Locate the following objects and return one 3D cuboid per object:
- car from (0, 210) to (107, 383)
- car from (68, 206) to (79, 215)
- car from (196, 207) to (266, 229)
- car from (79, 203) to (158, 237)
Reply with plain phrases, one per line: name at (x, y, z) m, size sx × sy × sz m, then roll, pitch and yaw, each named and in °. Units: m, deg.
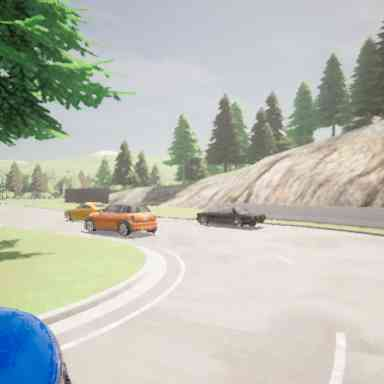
car at (-3.236, 1.233, 1.070) m, size 5.566 × 2.045 × 2.150 m, roll 0°, pitch 1°, yaw -27°
car at (-8.121, 1.597, 26.535) m, size 5.008 × 1.535 × 1.882 m, roll 0°, pitch 0°, yaw 37°
car at (2.502, 1.684, 22.676) m, size 4.718 × 1.301 × 1.895 m, roll 0°, pitch 0°, yaw 43°
car at (-4.111, 1.434, 18.966) m, size 4.553 × 1.767 × 2.097 m, roll 0°, pitch 0°, yaw 40°
